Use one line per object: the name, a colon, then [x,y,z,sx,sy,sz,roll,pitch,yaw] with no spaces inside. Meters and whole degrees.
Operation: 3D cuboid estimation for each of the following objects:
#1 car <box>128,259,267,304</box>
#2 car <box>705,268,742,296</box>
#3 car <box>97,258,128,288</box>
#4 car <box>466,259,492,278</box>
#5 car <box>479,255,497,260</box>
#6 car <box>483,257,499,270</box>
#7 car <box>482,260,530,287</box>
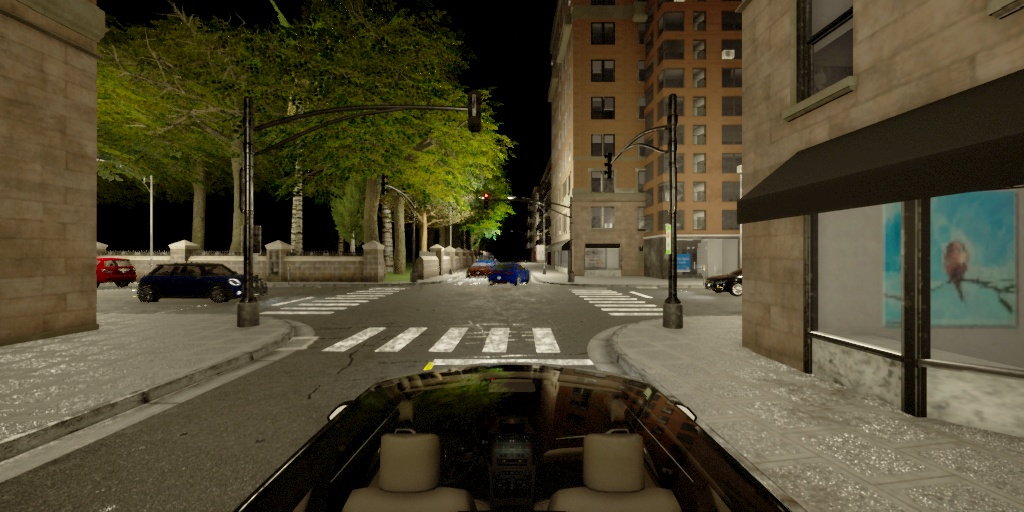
car: [-13.490,1.089,15.836,4.553,1.767,2.097,0,0,1]
car: [12.691,1.271,18.674,4.892,1.490,1.837,0,0,1]
car: [-25.921,1.035,21.775,5.009,1.841,2.192,0,0,1]
car: [-3.051,1.293,33.602,1.994,1.385,4.181,0,0,0]
car: [-3.039,0.933,42.910,2.150,2.045,5.566,0,0,0]
car: [-3.015,1.044,52.971,2.097,1.767,4.553,0,0,0]
car: [-0.128,1.220,24.693,1.882,1.535,5.008,1,0,16]
